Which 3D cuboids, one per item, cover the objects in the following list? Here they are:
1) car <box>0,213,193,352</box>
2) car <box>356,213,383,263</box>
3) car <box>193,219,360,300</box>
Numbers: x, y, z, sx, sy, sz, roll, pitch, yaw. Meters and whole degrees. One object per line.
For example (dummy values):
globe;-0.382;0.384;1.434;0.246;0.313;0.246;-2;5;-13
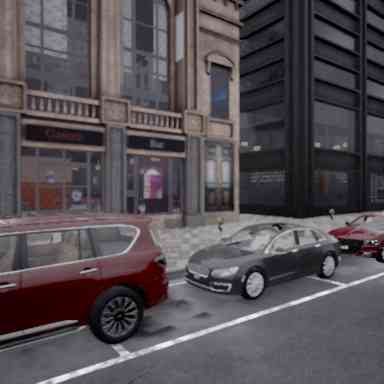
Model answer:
car;-2.697;1.308;4.831;5.009;1.841;2.192;-1;1;-36
car;6.458;1.393;11.371;4.507;1.381;1.887;-1;1;-36
car;1.881;1.472;8.103;4.403;1.369;2.008;-1;1;-36
